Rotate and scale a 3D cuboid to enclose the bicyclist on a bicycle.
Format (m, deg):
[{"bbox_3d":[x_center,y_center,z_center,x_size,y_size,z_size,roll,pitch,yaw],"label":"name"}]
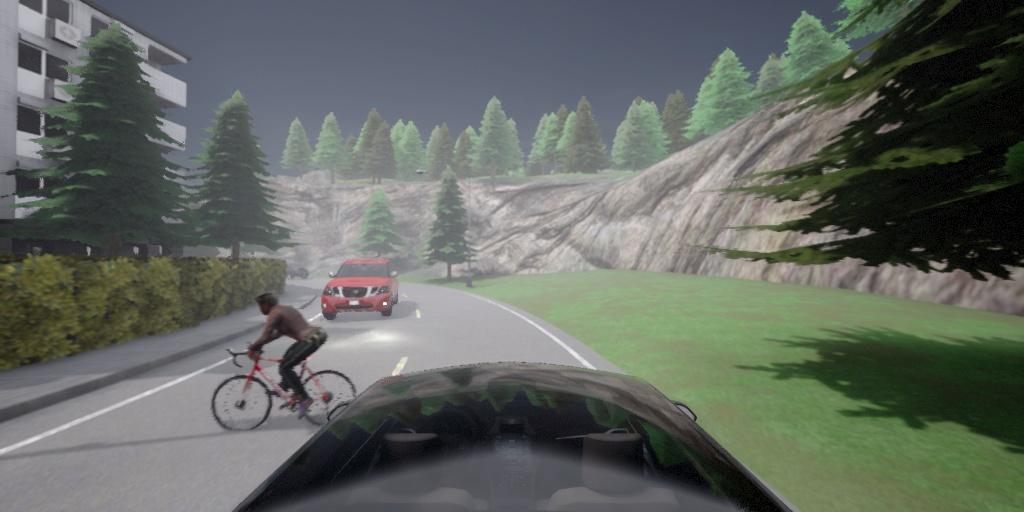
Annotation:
[{"bbox_3d":[-2.687,1.242,4.218,1.656,1.620,0.582,-2,-1,-4],"label":"bicyclist on a bicycle"}]

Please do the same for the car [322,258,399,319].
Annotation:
[{"bbox_3d":[-5.722,1.135,14.172,2.150,2.045,5.566,0,0,-14],"label":"car"}]

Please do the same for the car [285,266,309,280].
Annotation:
[{"bbox_3d":[-24.328,1.784,38.866,4.892,1.490,1.837,0,-1,19],"label":"car"}]
